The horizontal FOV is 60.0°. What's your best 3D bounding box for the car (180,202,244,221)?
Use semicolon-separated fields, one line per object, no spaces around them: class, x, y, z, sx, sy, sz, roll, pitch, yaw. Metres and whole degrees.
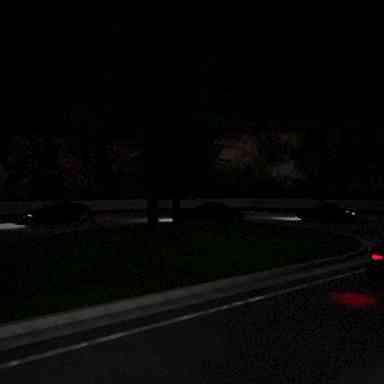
car;1.342;1.504;25.874;5.357;1.411;2.033;0;0;5

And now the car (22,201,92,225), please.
car;-9.762;1.478;24.298;1.837;1.490;4.892;-3;-2;42

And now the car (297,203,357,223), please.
car;10.091;1.511;25.032;1.994;1.385;4.181;0;0;-40

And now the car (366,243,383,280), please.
car;6.492;1.526;8.566;5.357;1.411;2.033;0;0;-38
